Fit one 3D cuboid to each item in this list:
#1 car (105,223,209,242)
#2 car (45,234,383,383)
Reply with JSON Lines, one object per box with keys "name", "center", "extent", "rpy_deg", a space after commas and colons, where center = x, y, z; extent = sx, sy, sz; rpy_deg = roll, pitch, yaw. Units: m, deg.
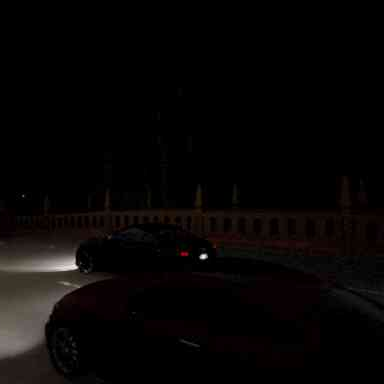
{"name": "car", "center": [-1.353, 1.576, 9.256], "extent": [4.181, 1.385, 1.994], "rpy_deg": [-1, -1, 35]}
{"name": "car", "center": [0.261, 1.514, 3.806], "extent": [4.674, 1.442, 1.812], "rpy_deg": [0, 0, 35]}
